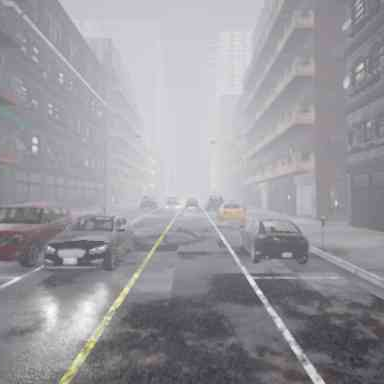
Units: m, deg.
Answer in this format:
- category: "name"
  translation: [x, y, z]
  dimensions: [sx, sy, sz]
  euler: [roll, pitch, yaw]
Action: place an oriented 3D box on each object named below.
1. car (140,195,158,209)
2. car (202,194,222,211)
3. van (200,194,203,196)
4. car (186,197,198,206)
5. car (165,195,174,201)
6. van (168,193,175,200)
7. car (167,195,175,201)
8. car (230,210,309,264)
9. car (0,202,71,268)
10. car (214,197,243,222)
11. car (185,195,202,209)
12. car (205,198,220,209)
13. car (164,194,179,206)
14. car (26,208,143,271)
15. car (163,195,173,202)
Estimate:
- category: "car"
  translation: [-5.673, 1.311, 44.801]
  dimensions: [2.192, 1.841, 5.009]
  euler: [1, 0, 0]
- category: "car"
  translation: [2.708, 1.311, 39.313]
  dimensions: [2.192, 1.841, 5.009]
  euler: [1, 0, 0]
- category: "van"
  translation: [2.708, 1.322, 83.636]
  dimensions: [1.690, 1.788, 3.998]
  euler: [1, 0, 0]
- category: "car"
  translation: [-0.001, 1.538, 56.819]
  dimensions: [2.033, 1.411, 5.357]
  euler: [0, 0, 0]
- category: "car"
  translation: [-5.643, 1.564, 83.583]
  dimensions: [1.802, 1.307, 4.206]
  euler: [1, 0, 0]
- category: "van"
  translation: [-5.809, 1.319, 94.664]
  dimensions: [1.690, 1.788, 3.998]
  euler: [1, 0, 0]
- category: "car"
  translation: [-5.643, 1.546, 89.123]
  dimensions: [1.947, 1.339, 4.313]
  euler: [1, 0, 0]
- category: "car"
  translation: [2.703, 1.550, 11.610]
  dimensions: [2.008, 1.369, 4.403]
  euler: [1, 0, 0]
- category: "car"
  translation: [-5.673, 1.315, 11.558]
  dimensions: [2.192, 1.841, 5.009]
  euler: [1, 0, 0]
- category: "car"
  translation: [2.999, 1.454, 26.181]
  dimensions: [1.801, 1.575, 5.366]
  euler: [0, 0, 0]
- category: "car"
  translation: [0.034, 1.542, 44.960]
  dimensions: [2.033, 1.411, 5.357]
  euler: [0, 0, 1]
- category: "car"
  translation: [2.704, 1.577, 44.853]
  dimensions: [1.802, 1.307, 4.206]
  euler: [1, 0, 0]
- category: "car"
  translation: [-3.058, 1.470, 53.984]
  dimensions: [1.882, 1.535, 5.008]
  euler: [0, 0, 0]
- category: "car"
  translation: [-3.100, 1.491, 10.925]
  dimensions: [2.128, 1.511, 4.902]
  euler: [0, 0, 0]
- category: "car"
  translation: [-5.643, 1.535, 78.042]
  dimensions: [2.008, 1.369, 4.403]
  euler: [1, 0, 0]
